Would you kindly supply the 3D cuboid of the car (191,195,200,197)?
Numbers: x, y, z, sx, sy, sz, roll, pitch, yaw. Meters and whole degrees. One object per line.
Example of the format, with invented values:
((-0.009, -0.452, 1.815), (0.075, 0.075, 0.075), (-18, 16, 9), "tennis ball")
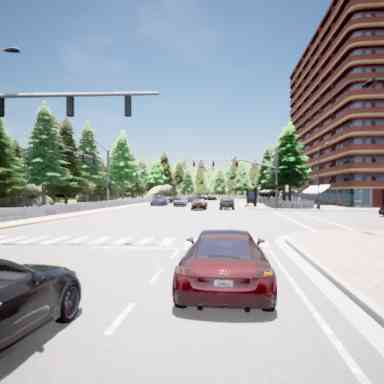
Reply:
((-0.031, 1.536, 67.071), (1.994, 1.385, 4.181), (0, 0, 8), "car")

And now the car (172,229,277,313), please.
((0.771, 1.561, 7.788), (1.994, 1.385, 4.181), (0, 0, 6), "car")

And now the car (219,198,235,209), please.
((4.684, 1.475, 44.547), (2.128, 1.511, 4.902), (0, 0, 6), "car")

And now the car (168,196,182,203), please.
((-3.428, 1.572, 68.242), (1.895, 1.301, 4.718), (0, 0, 8), "car")

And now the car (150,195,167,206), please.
((-5.234, 1.331, 52.372), (2.097, 1.767, 4.553), (0, 0, 6), "car")

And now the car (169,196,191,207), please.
((-1.814, 1.579, 51.351), (1.895, 1.301, 4.718), (0, 0, 6), "car")

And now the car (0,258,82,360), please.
((-3.136, 1.524, 4.295), (1.812, 1.442, 4.674), (0, 0, 7), "car")

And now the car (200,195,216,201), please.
((4.239, 1.561, 81.041), (1.895, 1.301, 4.718), (0, 0, 25), "car")

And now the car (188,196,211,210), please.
((1.043, 1.586, 43.369), (1.895, 1.301, 4.718), (0, 0, 6), "car")

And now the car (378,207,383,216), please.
((19.230, 1.606, 29.983), (4.181, 1.385, 1.994), (0, 0, 6), "car")

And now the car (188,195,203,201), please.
((1.015, 1.466, 82.434), (1.837, 1.490, 4.892), (0, 0, 25), "car")
